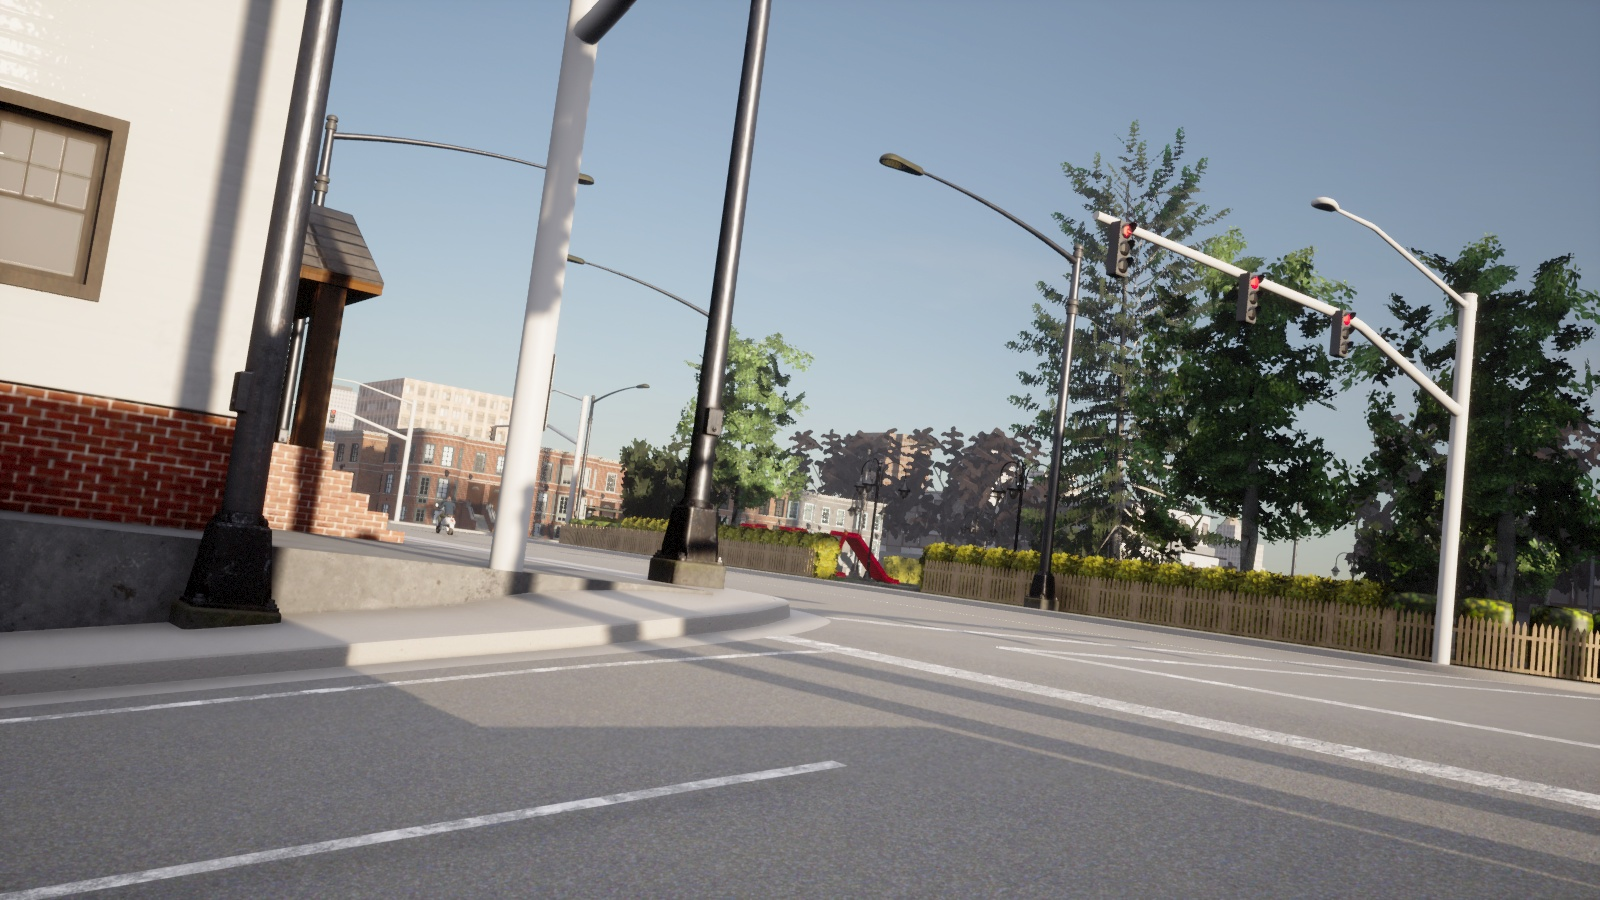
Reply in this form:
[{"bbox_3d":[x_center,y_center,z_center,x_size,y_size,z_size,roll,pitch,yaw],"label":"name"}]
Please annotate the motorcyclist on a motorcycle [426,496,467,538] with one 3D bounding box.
[{"bbox_3d":[-14.746,2.788,52.391,0.866,1.590,1.817,10,-6,-35],"label":"motorcyclist on a motorcycle"}]
